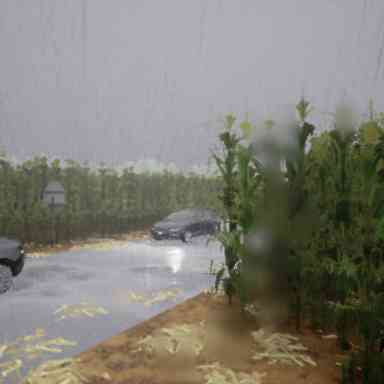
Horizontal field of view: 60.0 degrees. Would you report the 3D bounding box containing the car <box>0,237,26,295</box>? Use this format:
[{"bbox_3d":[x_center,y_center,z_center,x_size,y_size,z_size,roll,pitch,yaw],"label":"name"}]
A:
[{"bbox_3d":[-5.416,1.522,6.141,2.128,1.511,4.902,-1,0,16],"label":"car"}]

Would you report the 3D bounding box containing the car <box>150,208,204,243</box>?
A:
[{"bbox_3d":[-0.196,1.634,17.120,1.837,1.490,4.892,0,0,31],"label":"car"}]
